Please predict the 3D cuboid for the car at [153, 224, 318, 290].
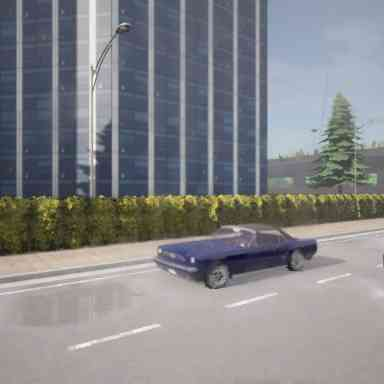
[{"bbox_3d":[1.340,1.601,9.247,4.718,1.301,1.895,0,0,-36],"label":"car"}]
